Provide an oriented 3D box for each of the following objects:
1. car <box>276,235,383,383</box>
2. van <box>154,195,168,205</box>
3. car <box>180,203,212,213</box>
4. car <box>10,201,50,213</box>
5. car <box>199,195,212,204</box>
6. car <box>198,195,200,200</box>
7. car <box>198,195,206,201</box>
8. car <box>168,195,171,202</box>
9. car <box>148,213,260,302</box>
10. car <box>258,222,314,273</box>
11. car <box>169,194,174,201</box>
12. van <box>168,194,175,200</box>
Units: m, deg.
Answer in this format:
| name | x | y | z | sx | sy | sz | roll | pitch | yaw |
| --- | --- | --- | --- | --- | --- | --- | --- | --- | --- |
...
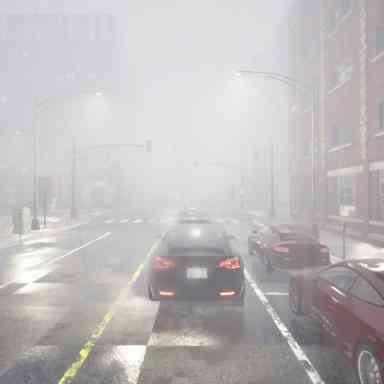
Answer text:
| name | x | y | z | sx | sy | sz | roll | pitch | yaw |
| --- | --- | --- | --- | --- | --- | --- | --- | --- | --- |
| car | 2.663 | 1.583 | 4.635 | 1.802 | 1.307 | 4.206 | 1 | 0 | 0 |
| van | -5.727 | 1.359 | 59.576 | 1.690 | 1.788 | 3.998 | 1 | 0 | 0 |
| car | 0.086 | 1.552 | 17.608 | 2.033 | 1.411 | 5.357 | 0 | 0 | -1 |
| car | -18.744 | 1.730 | 38.655 | 4.313 | 1.339 | 1.947 | 0 | -1 | 0 |
| car | 2.650 | 1.544 | 59.714 | 1.752 | 1.417 | 4.829 | 1 | 0 | 0 |
| car | 2.631 | 1.573 | 82.155 | 1.887 | 1.381 | 4.507 | 1 | 0 | 0 |
| car | 2.625 | 1.597 | 87.806 | 1.947 | 1.339 | 4.313 | 1 | 0 | 0 |
| car | -5.735 | 1.602 | 65.228 | 1.802 | 1.307 | 4.206 | 1 | 0 | 0 |
| car | 0.093 | 1.506 | 8.336 | 2.163 | 1.488 | 4.792 | 0 | 0 | 0 |
| car | 2.829 | 1.585 | 10.291 | 1.802 | 1.307 | 4.206 | 1 | 0 | 0 |
| car | -5.745 | 1.607 | 76.533 | 1.802 | 1.307 | 4.206 | 1 | 0 | 0 |
| van | -5.756 | 1.376 | 93.490 | 1.690 | 1.788 | 3.998 | 1 | 0 | 0 |
